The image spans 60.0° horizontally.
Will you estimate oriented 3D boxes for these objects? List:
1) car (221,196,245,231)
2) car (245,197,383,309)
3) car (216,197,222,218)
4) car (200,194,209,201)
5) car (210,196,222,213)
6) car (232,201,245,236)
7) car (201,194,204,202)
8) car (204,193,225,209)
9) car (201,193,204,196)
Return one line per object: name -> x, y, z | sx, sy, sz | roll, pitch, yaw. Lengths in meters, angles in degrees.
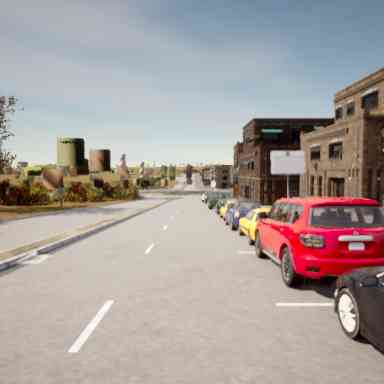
car -> 3.225, 1.296, 20.171 | 2.185, 1.767, 4.553 | 0, 0, 0
car -> 3.226, 1.172, 9.180 | 2.435, 2.045, 5.566 | 0, 0, 0
car -> 3.225, 1.418, 25.913 | 1.946, 1.575, 5.366 | 0, 0, 0
car -> 3.235, 1.415, 86.687 | 1.946, 1.575, 5.366 | 0, 0, 0
car -> 3.281, 1.422, 32.785 | 2.231, 1.521, 4.892 | 0, 0, 1
car -> 3.225, 1.419, 14.863 | 1.946, 1.575, 5.366 | 0, 0, 0
car -> 3.228, 1.448, 58.784 | 2.163, 1.488, 4.792 | 0, 0, 0
car -> 3.225, 1.169, 42.206 | 2.435, 2.045, 5.566 | 0, 0, 0
car -> 3.222, 1.166, 69.830 | 2.435, 2.045, 5.566 | 0, 0, 0
